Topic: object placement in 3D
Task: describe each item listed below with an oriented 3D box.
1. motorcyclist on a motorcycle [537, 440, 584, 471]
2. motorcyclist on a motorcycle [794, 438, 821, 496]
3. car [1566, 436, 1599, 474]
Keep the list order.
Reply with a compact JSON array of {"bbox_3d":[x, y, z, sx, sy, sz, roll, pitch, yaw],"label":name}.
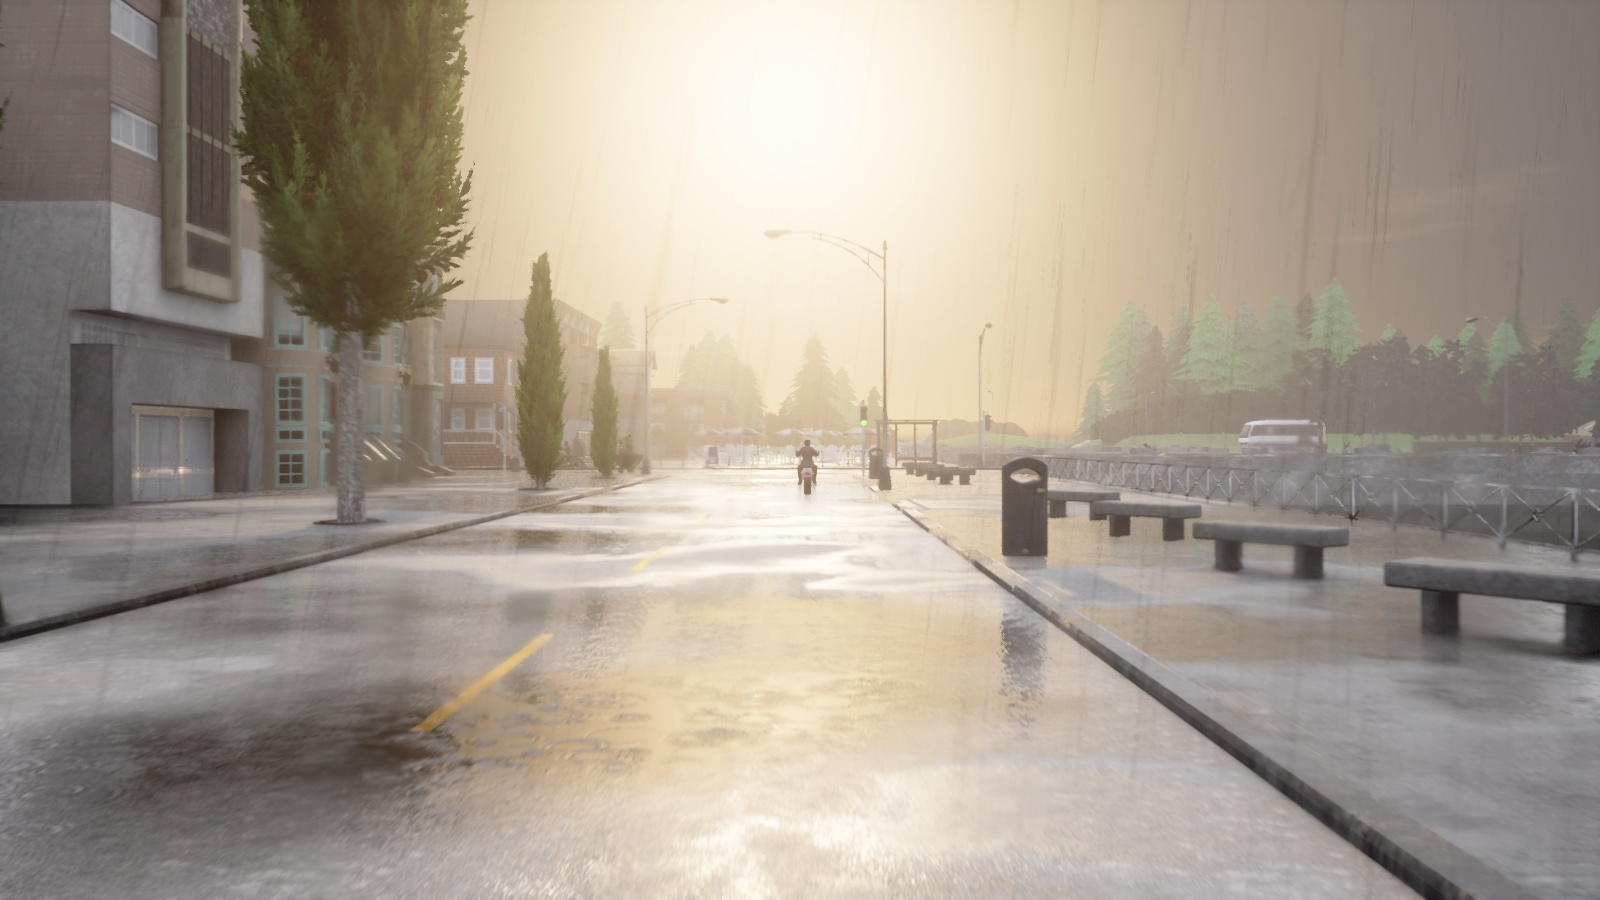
[{"bbox_3d":[-12.887,0.305,67.623,2.350,1.649,0.766,0,1,2],"label":"motorcyclist on a motorcycle"},{"bbox_3d":[0.221,0.487,37.311,0.766,1.649,2.350,0,0,0],"label":"motorcyclist on a motorcycle"},{"bbox_3d":[41.576,0.239,63.375,4.605,1.855,1.932,0,0,1],"label":"car"}]
